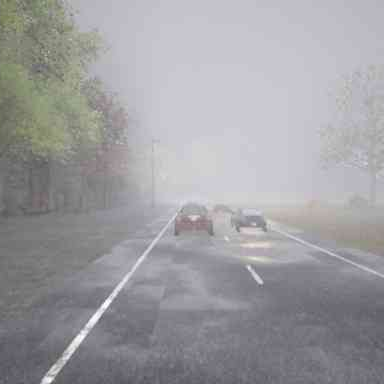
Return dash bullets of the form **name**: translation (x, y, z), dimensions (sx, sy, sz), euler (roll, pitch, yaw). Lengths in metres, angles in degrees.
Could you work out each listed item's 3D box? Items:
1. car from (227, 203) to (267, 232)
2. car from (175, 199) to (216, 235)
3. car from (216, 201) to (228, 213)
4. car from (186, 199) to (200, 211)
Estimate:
- **car**: translation (3.525, 1.661, 21.114), dimensions (1.812, 1.442, 4.674), euler (0, 0, 1)
- **car**: translation (0.098, 1.479, 19.838), dimensions (2.097, 1.767, 4.553), euler (0, 0, 0)
- **car**: translation (3.579, 1.780, 40.329), dimensions (1.812, 1.442, 4.674), euler (0, 0, 0)
- **car**: translation (0.093, 1.775, 47.985), dimensions (1.882, 1.535, 5.008), euler (0, 0, 0)
